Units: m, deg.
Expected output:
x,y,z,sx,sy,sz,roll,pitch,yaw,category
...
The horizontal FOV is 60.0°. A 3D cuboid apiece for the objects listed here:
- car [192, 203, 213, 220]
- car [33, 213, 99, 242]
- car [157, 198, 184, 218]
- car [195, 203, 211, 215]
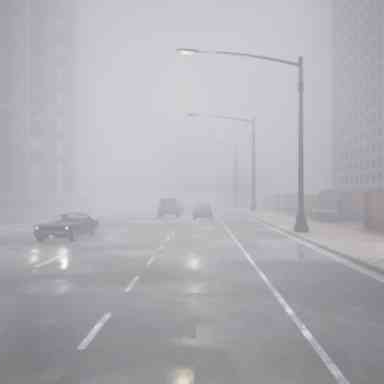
x,y,z,sx,sy,sz,roll,pitch,yaw,category
1.050,1.907,32.501,2.128,1.511,4.902,0,-1,2,car
-6.592,1.822,17.916,1.895,1.301,4.718,0,-1,2,car
-2.382,1.674,35.722,2.150,2.045,5.566,0,-1,2,car
1.376,2.116,43.253,1.994,1.385,4.181,0,-1,2,car
